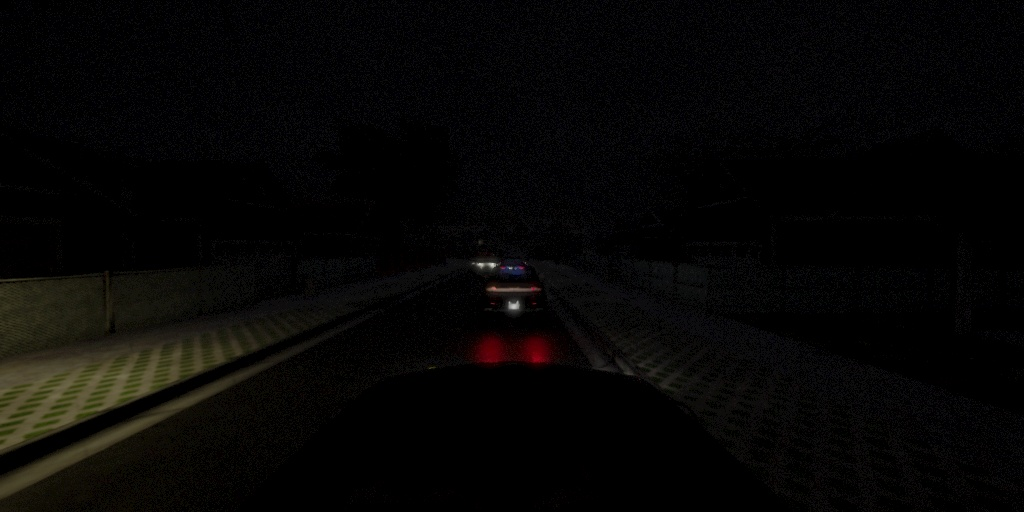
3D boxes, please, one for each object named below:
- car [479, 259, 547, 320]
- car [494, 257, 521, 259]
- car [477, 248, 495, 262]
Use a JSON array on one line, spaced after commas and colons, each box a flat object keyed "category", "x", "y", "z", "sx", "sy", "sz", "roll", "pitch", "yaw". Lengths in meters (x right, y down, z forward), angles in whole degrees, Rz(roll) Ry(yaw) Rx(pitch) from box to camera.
[{"category": "car", "x": 0.053, "y": 1.022, "z": 11.572, "sx": 2.128, "sy": 1.511, "sz": 4.902, "roll": 0, "pitch": 1, "yaw": 0}, {"category": "car", "x": 0.044, "y": 0.752, "z": 26.188, "sx": 2.033, "sy": 1.411, "sz": 5.357, "roll": 0, "pitch": 1, "yaw": 0}, {"category": "car", "x": -3.756, "y": -0.126, "z": 50.774, "sx": 2.150, "sy": 2.045, "sz": 5.566, "roll": 0, "pitch": 2, "yaw": -11}]
